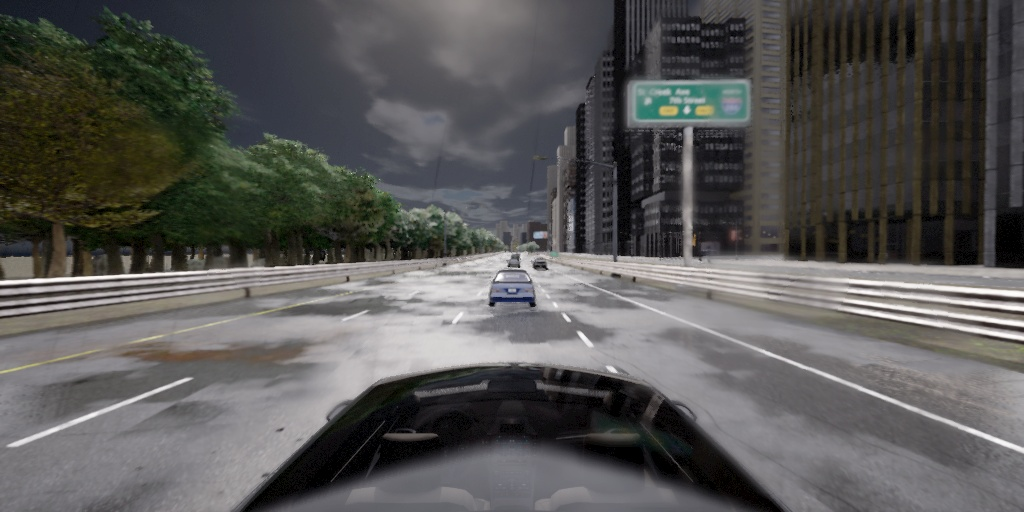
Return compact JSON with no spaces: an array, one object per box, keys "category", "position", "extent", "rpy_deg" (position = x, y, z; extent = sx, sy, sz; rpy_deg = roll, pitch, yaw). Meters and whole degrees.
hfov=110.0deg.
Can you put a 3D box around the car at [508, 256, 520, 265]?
[{"category":"car","position":[0.358,1.092,60.061],"extent":[1.994,1.385,4.181],"rpy_deg":[0,0,1]}]

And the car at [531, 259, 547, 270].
[{"category":"car","position":[3.848,1.109,50.293],"extent":[1.837,1.490,4.892],"rpy_deg":[0,1,1]}]

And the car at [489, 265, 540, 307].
[{"category":"car","position":[0.017,1.291,15.527],"extent":[2.033,1.411,5.357],"rpy_deg":[0,0,0]}]
